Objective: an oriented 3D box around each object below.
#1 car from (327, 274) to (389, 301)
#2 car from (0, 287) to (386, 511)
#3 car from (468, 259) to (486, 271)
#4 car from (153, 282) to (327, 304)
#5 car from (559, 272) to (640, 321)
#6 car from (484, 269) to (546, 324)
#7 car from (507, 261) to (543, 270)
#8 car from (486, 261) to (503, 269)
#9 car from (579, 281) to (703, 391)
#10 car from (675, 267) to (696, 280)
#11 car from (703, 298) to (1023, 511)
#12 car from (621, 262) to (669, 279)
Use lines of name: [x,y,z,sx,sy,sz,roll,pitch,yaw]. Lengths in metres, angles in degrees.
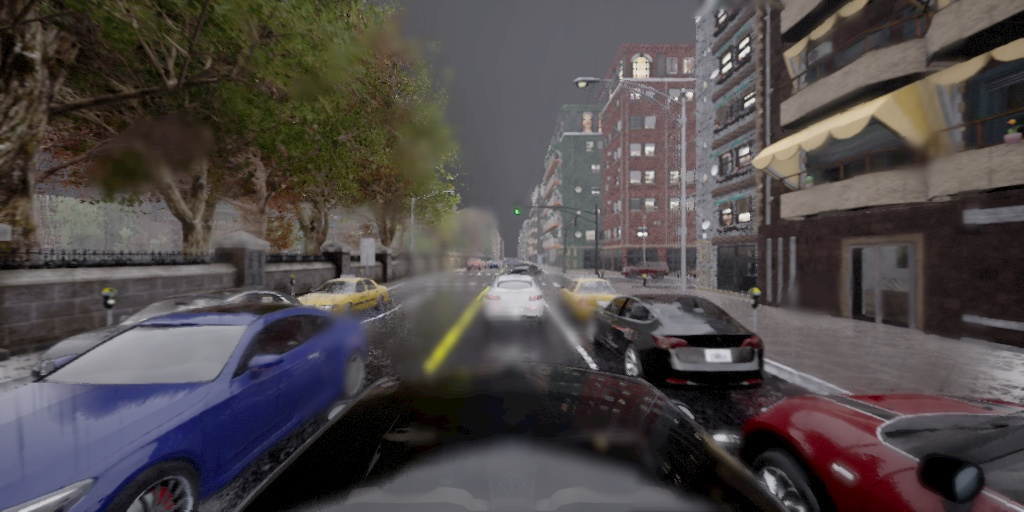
car: [-5.693,1.334,12.204,1.751,1.417,4.829,0,0,0]
car: [-3.097,1.287,3.761,1.812,1.442,4.674,0,0,0]
car: [-5.706,1.376,55.939,2.192,1.841,5.009,0,0,0]
car: [-5.691,1.328,6.744,2.007,1.370,4.403,0,0,0]
car: [2.688,1.333,12.548,1.751,1.417,4.829,0,0,0]
car: [0.097,1.331,12.042,1.812,1.442,4.674,0,0,0]
car: [1.213,1.402,28.101,1.837,1.490,4.892,-1,0,16]
car: [-3.057,1.704,62.591,1.895,1.301,4.718,0,0,1]
car: [2.690,1.343,6.747,1.948,1.339,4.313,0,0,0]
car: [20.282,1.882,39.378,4.507,1.381,1.888,0,0,0]
car: [2.691,1.187,1.116,1.967,1.591,4.097,0,0,0]
car: [14.587,1.549,39.359,5.009,1.841,2.192,0,0,0]
